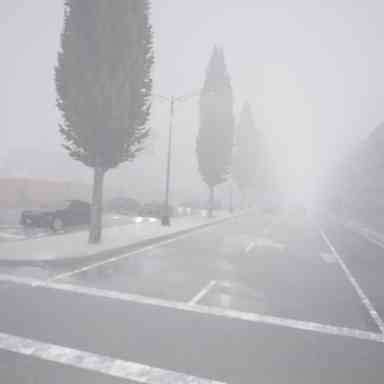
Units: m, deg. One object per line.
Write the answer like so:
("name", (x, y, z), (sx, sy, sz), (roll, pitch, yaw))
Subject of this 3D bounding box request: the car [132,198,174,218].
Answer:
("car", (-3.065, 1.424, 28.990), (1.994, 1.385, 4.181), (3, 0, 18))

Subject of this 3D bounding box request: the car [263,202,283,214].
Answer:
("car", (10.613, 2.134, 44.578), (2.128, 1.511, 4.902), (3, 0, 18))

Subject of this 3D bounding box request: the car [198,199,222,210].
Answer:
("car", (2.964, 1.711, 47.222), (2.128, 1.511, 4.902), (3, 0, 18))

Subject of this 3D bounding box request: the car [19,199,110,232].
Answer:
("car", (-6.739, 1.120, 17.692), (1.882, 1.535, 5.008), (3, 0, 18))

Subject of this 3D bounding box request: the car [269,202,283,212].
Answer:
("car", (13.773, 2.394, 54.315), (1.994, 1.385, 4.181), (3, 0, 18))

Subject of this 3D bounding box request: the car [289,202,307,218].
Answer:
("car", (12.846, 2.240, 40.288), (1.882, 1.535, 5.008), (3, 0, 18))

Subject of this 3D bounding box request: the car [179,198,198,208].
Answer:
("car", (-0.196, 1.598, 48.805), (2.033, 1.411, 5.357), (3, 0, 18))

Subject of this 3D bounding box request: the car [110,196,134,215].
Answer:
("car", (-6.358, 1.182, 30.156), (1.837, 1.490, 4.892), (3, 0, 18))
